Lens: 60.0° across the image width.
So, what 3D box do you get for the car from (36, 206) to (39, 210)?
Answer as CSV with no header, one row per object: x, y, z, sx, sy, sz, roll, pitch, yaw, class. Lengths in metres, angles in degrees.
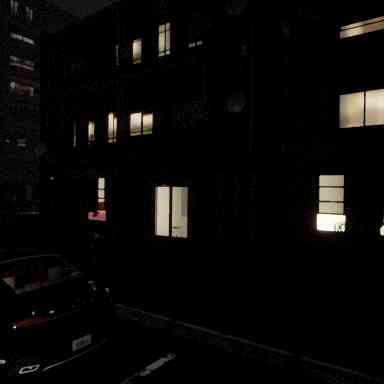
-16.365,1.728,41.223,2.033,1.411,5.357,1,0,36,car

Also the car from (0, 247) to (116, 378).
-3.084,1.549,5.215,4.403,1.369,2.008,0,1,36,car
